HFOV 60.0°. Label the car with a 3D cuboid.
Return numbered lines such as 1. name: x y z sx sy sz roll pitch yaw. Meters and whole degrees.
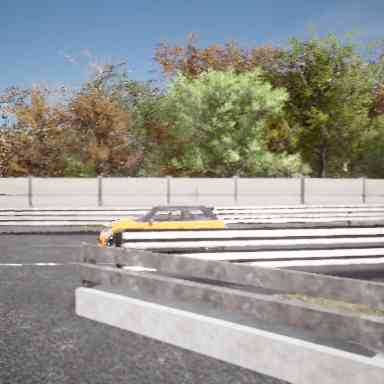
1. car: -1.011 1.252 11.928 4.553 1.767 2.097 0 0 -6
